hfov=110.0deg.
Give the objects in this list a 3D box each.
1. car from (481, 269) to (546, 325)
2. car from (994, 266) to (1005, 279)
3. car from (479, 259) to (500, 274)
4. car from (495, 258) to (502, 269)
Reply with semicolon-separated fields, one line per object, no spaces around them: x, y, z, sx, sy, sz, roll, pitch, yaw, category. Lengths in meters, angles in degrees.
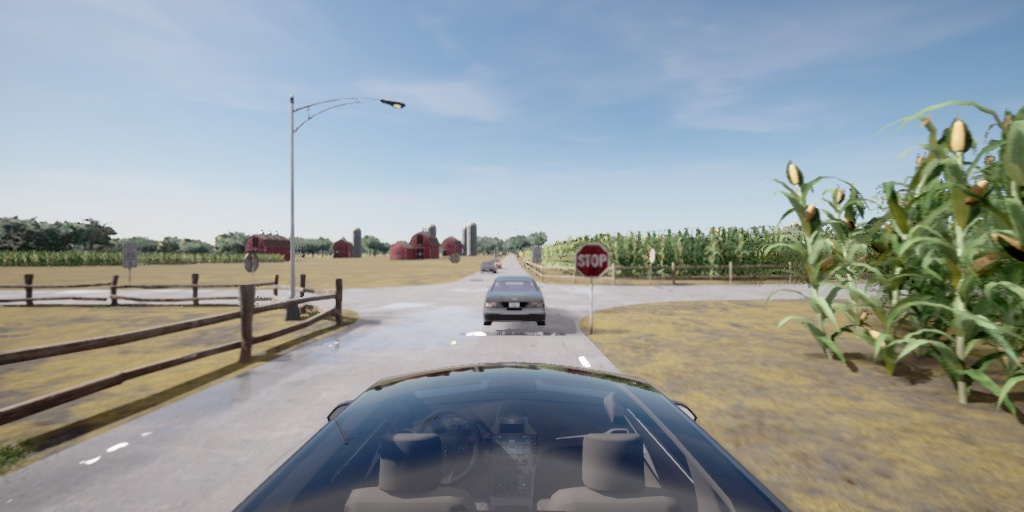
0.076;1.338;11.899;2.033;1.411;5.357;0;0;0;car
29.354;0.897;20.968;4.892;1.490;1.837;-1;1;0;car
-2.820;1.394;43.387;1.837;1.490;4.892;0;0;0;car
-2.787;1.276;58.870;2.097;1.767;4.553;0;0;0;car
